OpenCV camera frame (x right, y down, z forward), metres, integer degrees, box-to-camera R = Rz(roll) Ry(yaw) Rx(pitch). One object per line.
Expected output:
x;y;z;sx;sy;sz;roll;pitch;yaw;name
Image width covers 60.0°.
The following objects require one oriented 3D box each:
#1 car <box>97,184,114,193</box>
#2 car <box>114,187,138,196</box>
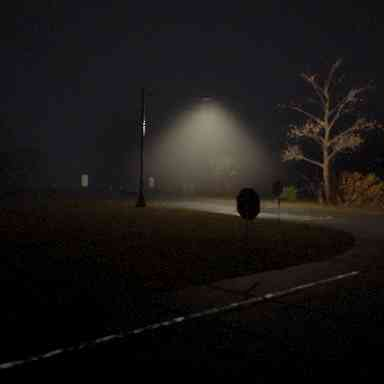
-15.757;-0.675;61.159;2.097;1.767;4.553;0;2;-36;car
-10.410;-0.167;53.701;1.994;1.385;4.181;0;2;-36;car
